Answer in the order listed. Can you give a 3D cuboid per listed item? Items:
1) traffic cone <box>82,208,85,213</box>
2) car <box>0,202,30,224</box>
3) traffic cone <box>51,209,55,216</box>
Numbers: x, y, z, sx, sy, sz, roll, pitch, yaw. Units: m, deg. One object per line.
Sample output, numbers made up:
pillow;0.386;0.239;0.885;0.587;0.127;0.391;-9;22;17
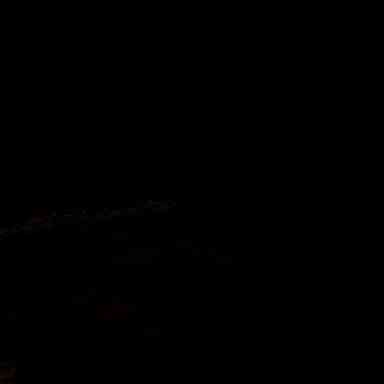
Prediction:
traffic cone;-12.068;2.026;37.050;0.340;0.580;0.340;1;0;15
car;-13.018;1.467;22.485;1.882;1.535;5.008;0;0;4
traffic cone;-13.433;1.986;32.300;0.340;0.580;0.340;1;0;16
